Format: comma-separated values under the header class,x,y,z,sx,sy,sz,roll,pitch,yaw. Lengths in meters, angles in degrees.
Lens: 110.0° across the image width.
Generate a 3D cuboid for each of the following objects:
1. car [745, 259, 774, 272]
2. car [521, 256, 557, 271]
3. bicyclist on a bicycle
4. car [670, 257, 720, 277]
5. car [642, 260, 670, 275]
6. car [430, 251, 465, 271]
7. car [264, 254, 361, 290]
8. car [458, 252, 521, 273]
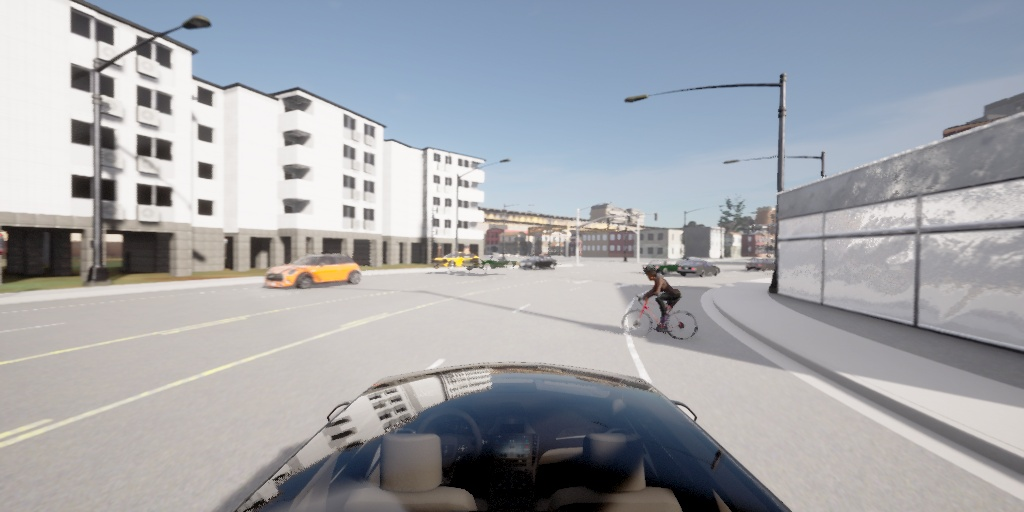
class,x,y,z,sx,sy,sz,roll,pitch,yaw
car,29.525,1.067,42.445,5.357,1.411,2.033,0,1,-38
car,2.767,0.738,37.951,4.902,1.511,2.128,0,1,-44
bicyclist on a bicycle,3.404,1.141,8.311,1.656,1.620,0.582,0,1,15
car,16.345,1.075,31.368,5.357,1.411,2.033,0,1,-41
car,14.500,1.058,34.374,4.718,1.301,1.895,0,1,-40
car,-4.495,0.363,29.699,1.882,1.535,5.008,1,1,35
car,-10.228,0.709,18.720,2.097,1.767,4.553,1,1,23
car,-1.650,0.549,27.665,1.895,1.301,4.718,1,1,35
